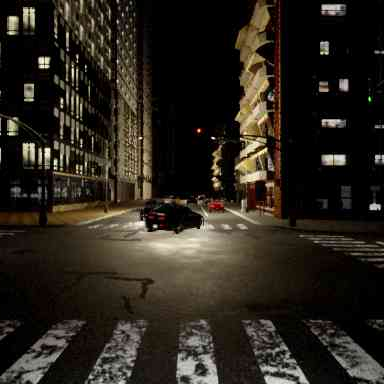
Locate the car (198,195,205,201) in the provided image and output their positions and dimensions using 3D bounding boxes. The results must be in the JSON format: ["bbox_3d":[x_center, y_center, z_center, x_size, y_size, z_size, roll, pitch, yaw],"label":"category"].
[{"bbox_3d":[2.552,1.491,89.721,1.967,1.590,4.097,0,0,0],"label":"car"}]

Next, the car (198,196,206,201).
[{"bbox_3d":[2.561,1.626,84.073,1.802,1.307,4.206,0,0,0],"label":"car"}]

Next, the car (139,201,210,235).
[{"bbox_3d":[-0.899,1.529,19.354,1.837,1.490,4.892,3,1,25],"label":"car"}]

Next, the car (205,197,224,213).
[{"bbox_3d":[2.685,1.591,37.264,1.802,1.307,4.206,0,0,0],"label":"car"}]

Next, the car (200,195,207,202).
[{"bbox_3d":[2.614,1.567,50.181,2.008,1.369,4.403,0,0,0],"label":"car"}]

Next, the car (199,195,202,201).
[{"bbox_3d":[2.606,1.571,55.830,2.008,1.369,4.403,0,0,0],"label":"car"}]

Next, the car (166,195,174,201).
[{"bbox_3d":[-5.828,1.595,89.708,1.887,1.381,4.507,0,0,0],"label":"car"}]

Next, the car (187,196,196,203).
[{"bbox_3d":[-0.106,1.583,70.271,1.994,1.385,4.181,0,0,0],"label":"car"}]

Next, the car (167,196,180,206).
[{"bbox_3d":[-3.088,1.498,56.751,1.882,1.535,5.008,0,0,0],"label":"car"}]

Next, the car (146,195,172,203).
[{"bbox_3d":[-3.138,1.357,28.173,2.097,1.767,4.553,0,0,0],"label":"car"}]

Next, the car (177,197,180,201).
[{"bbox_3d":[-3.146,1.615,46.478,1.895,1.301,4.718,0,0,0],"label":"car"}]

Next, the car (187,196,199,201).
[{"bbox_3d":[0.010,1.587,60.229,1.994,1.385,4.181,0,0,0],"label":"car"}]

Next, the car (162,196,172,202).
[{"bbox_3d":[-5.810,1.589,78.411,2.008,1.369,4.403,0,0,0],"label":"car"}]

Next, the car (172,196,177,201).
[{"bbox_3d":[-3.152,1.500,37.221,2.128,1.511,4.902,0,0,0],"label":"car"}]
